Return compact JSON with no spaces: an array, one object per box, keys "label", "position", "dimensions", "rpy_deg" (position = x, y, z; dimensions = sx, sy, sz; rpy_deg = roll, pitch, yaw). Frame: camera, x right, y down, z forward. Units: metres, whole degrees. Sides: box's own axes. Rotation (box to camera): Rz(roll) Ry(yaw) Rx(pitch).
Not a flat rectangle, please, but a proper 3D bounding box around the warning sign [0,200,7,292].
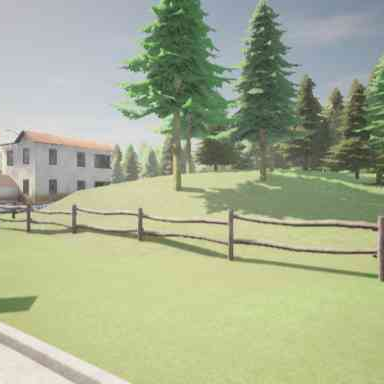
[{"label":"warning sign","position":[-4.607,1.088,6.602],"dimensions":[1.060,1.860,1.300],"rpy_deg":[0,0,35]}]
